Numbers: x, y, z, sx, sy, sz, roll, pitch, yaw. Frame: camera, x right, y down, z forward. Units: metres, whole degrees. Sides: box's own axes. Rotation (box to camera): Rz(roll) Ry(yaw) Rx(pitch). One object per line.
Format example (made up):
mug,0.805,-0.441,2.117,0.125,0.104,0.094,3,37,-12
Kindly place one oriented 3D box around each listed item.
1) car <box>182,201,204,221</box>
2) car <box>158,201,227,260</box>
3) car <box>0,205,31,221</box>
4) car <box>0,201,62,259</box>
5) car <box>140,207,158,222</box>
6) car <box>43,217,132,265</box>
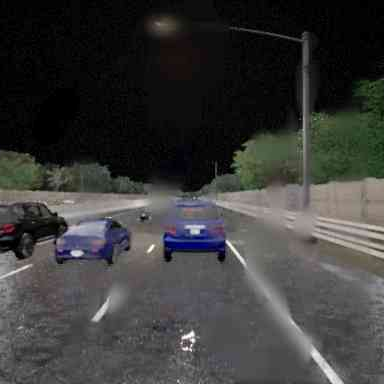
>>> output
car,0.096,1.765,32.734,2.097,1.767,4.553,0,-1,0
car,0.098,1.380,13.186,2.150,2.045,5.566,0,-1,0
car,-17.600,2.006,32.115,1.895,1.301,4.718,0,-1,0
car,-6.901,1.382,13.365,2.150,2.045,5.566,0,-1,0
car,-3.404,1.975,29.821,1.895,1.301,4.718,0,-1,0
car,-3.412,1.671,12.139,1.812,1.442,4.674,0,-1,0
